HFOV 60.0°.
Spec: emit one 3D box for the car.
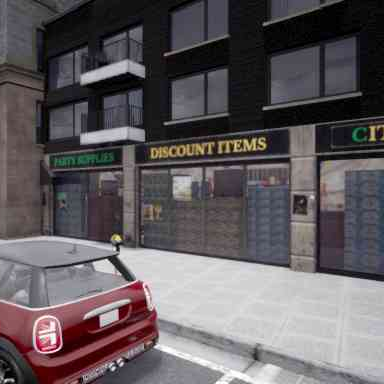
[{"bbox_3d":[-2.509,1.440,4.872,4.097,1.590,1.967,0,0,36],"label":"car"}]
